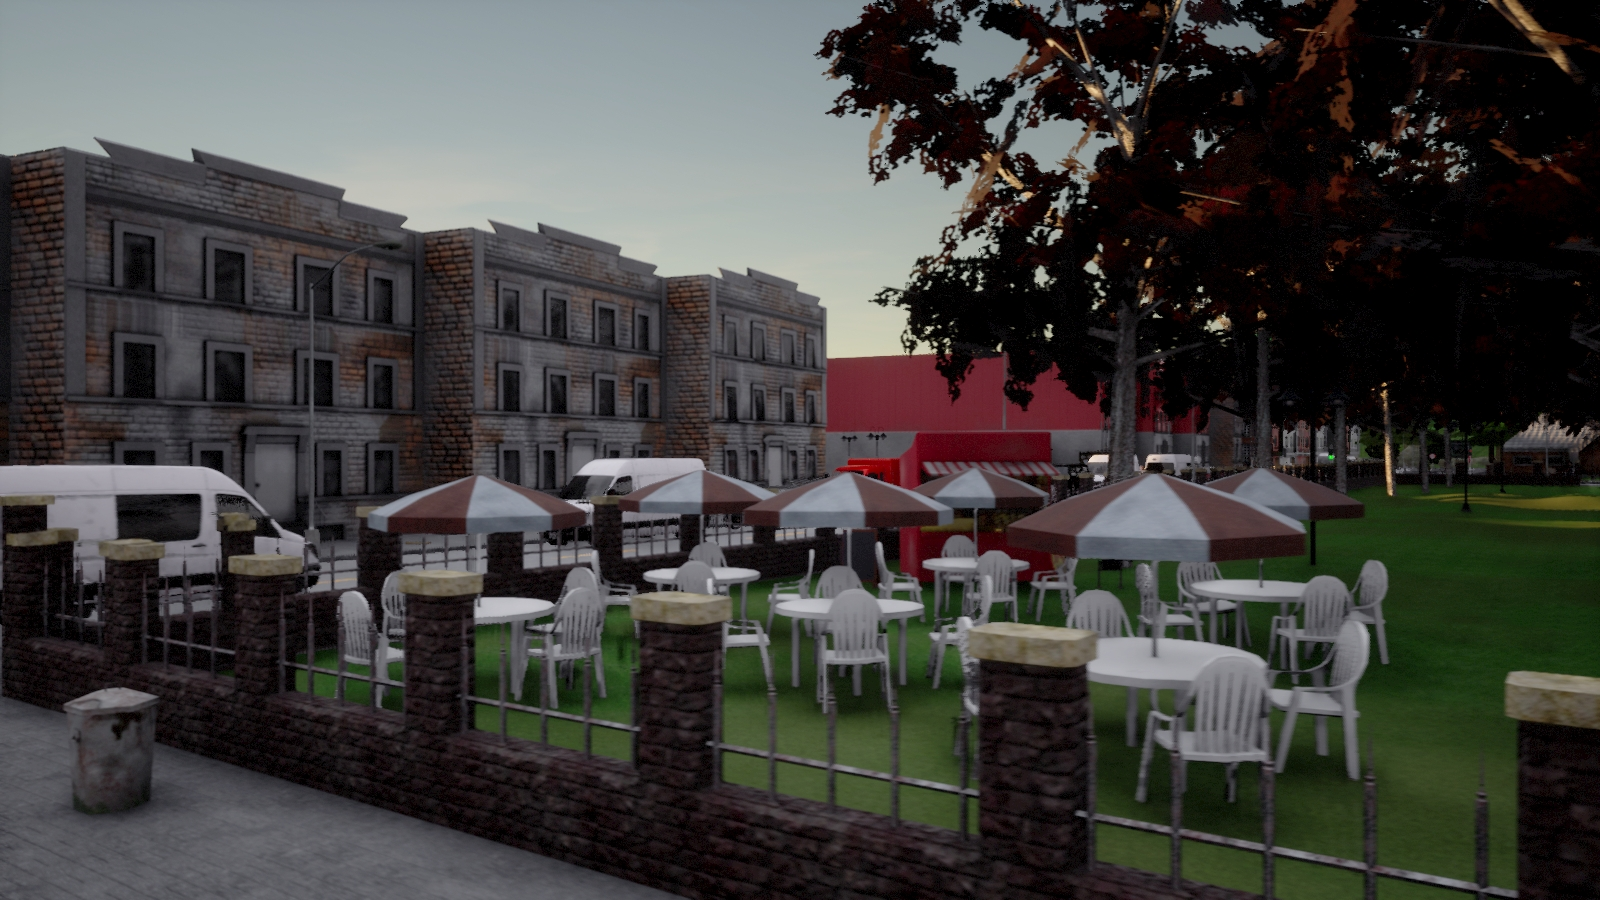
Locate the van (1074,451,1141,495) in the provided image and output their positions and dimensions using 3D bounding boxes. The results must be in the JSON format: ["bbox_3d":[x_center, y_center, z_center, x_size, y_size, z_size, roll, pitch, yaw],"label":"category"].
[{"bbox_3d":[18.484,1.314,68.496,1.988,2.561,5.915,0,0,35],"label":"van"}]

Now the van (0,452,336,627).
[{"bbox_3d":[-11.121,1.313,19.448,1.988,2.561,5.915,0,0,32],"label":"van"}]

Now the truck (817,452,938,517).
[{"bbox_3d":[3.228,1.345,46.678,2.627,2.467,5.204,0,0,35],"label":"truck"}]

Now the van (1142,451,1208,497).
[{"bbox_3d":[21.793,1.314,66.249,1.988,2.561,5.915,0,0,35],"label":"van"}]

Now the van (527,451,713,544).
[{"bbox_3d":[-5.281,1.315,34.517,1.988,2.561,5.915,0,0,35],"label":"van"}]

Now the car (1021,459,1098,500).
[{"bbox_3d":[14.200,1.559,62.317,2.150,2.045,5.566,0,0,35],"label":"car"}]
